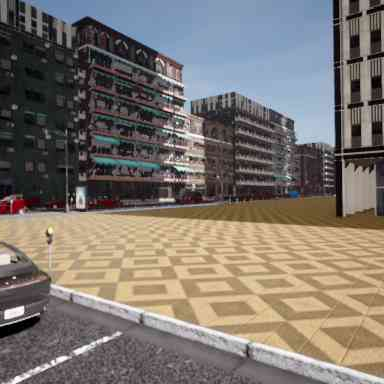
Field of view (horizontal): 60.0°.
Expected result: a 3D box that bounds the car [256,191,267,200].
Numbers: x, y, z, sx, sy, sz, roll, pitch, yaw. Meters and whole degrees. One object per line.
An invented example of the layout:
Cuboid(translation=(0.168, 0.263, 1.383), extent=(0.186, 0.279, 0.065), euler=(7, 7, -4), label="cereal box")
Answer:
Cuboid(translation=(13.170, 1.034, 68.194), extent=(1.802, 1.307, 4.206), euler=(-1, 0, 36), label="car")

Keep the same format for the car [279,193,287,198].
Cuboid(translation=(19.674, 0.926, 77.133), extent=(2.008, 1.369, 4.403), euler=(-1, 0, 36), label="car")

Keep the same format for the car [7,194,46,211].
Cuboid(translation=(-19.627, 1.212, 37.372), extent=(2.192, 1.841, 5.009), euler=(0, 0, 36), label="car")

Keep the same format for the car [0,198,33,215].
Cuboid(translation=(-16.102, 1.401, 27.970), extent=(1.802, 1.307, 4.206), euler=(0, 0, 36), label="car")

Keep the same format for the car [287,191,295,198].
Cuboid(translation=(22.927, 0.920, 81.602), extent=(1.802, 1.307, 4.206), euler=(-1, 0, 36), label="car")

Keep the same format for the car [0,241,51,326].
Cuboid(translation=(-4.392, 1.550, 6.199), extent=(4.403, 1.369, 2.008), euler=(0, -1, 36), label="car")

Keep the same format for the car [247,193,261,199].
Cuboid(translation=(16.152, 1.025, 86.534), extent=(1.947, 1.339, 4.313), euler=(-1, 0, 36), label="car")

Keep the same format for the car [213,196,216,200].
Cuboid(translation=(6.394, 1.013, 73.126), extent=(1.967, 1.590, 4.097), euler=(-1, 0, 36), label="car")

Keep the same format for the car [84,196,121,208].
Cuboid(translation=(-11.721, 1.309, 43.848), extent=(1.812, 1.442, 4.674), euler=(-1, 0, 36), label="car")

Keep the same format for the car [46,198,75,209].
Cuboid(translation=(-16.372, 1.399, 41.842), extent=(1.887, 1.381, 4.507), euler=(0, 0, 36), label="car")

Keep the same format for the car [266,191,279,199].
Cuboid(translation=(16.419, 0.729, 72.663), extent=(2.192, 1.841, 5.009), euler=(-1, 0, 36), label="car")

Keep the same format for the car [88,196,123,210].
Cuboid(translation=(-9.598, 1.174, 36.909), extent=(1.967, 1.590, 4.097), euler=(0, 0, 36), label="car")

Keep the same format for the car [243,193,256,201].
Cuboid(translation=(9.917, 1.036, 63.725), extent=(1.887, 1.381, 4.507), euler=(-1, 0, 36), label="car")

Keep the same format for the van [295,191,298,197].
Cuboid(translation=(26.177, 0.642, 86.072), extent=(1.690, 1.788, 3.998), euler=(-1, 0, 36), label="van")

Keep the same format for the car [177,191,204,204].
Cuboid(translation=(0.158, 1.050, 50.317), extent=(1.967, 1.590, 4.097), euler=(-1, 0, 36), label="car")

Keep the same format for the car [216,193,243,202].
Cuboid(translation=(6.665, 1.081, 59.256), extent=(2.008, 1.369, 4.403), euler=(-1, 0, 36), label="car")

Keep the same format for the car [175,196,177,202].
Cuboid(translation=(-0.642, 0.872, 58.933), extent=(2.150, 2.045, 5.566), euler=(-1, -1, 36), label="car")
